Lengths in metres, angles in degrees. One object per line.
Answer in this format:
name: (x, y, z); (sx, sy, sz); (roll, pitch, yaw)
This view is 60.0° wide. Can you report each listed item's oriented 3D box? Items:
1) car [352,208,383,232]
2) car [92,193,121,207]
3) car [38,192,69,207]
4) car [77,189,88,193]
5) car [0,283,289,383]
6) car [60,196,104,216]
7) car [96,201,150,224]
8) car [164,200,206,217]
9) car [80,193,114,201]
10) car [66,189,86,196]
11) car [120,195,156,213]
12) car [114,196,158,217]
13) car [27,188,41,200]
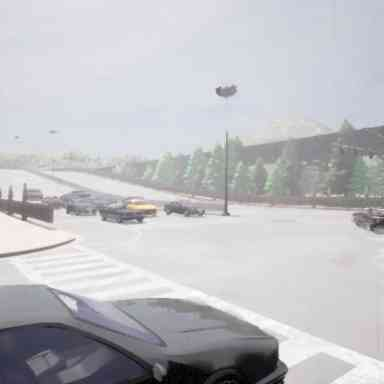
car: (11.033, 1.575, 19.755); (1.895, 1.301, 4.718); (0, 0, 12)
car: (-11.723, 1.009, 45.220); (2.128, 1.511, 4.902); (0, 4, -37)
car: (-16.829, 1.141, 40.359); (1.994, 1.385, 4.181); (0, 3, -37)
car: (-17.616, 0.306, 53.101); (1.895, 1.301, 4.718); (0, 6, -36)
car: (-1.606, 1.547, 2.623); (5.357, 1.411, 2.033); (0, 0, -36)
car: (-10.808, 1.440, 32.412); (2.128, 1.511, 4.902); (0, 1, -37)
car: (-5.299, 1.586, 25.099); (1.895, 1.301, 4.718); (0, 0, -36)
car: (-0.718, 1.462, 30.707); (2.128, 1.511, 4.902); (0, 0, -37)
car: (-10.770, 1.316, 38.150); (2.128, 1.511, 4.902); (0, 2, -37)
car: (-16.754, 0.828, 46.077); (1.994, 1.385, 4.181); (0, 5, -37)
car: (-6.200, 1.259, 37.919); (2.097, 1.767, 4.553); (0, 1, -37)
car: (-4.994, 1.451, 30.548); (1.882, 1.535, 5.008); (0, 0, -37)
car: (-22.911, 0.270, 48.475); (1.837, 1.490, 4.892); (0, 6, -37)
